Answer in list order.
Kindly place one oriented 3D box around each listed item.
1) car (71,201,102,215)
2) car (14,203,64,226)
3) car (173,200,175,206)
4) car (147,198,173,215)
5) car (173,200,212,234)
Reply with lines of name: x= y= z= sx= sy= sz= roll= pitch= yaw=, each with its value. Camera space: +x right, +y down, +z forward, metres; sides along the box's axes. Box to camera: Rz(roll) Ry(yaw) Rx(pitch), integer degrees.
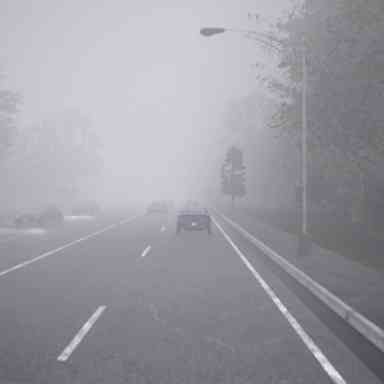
car: x=-10.495 y=1.576 z=33.313 sx=1.994 sy=1.385 sz=4.181 roll=0 pitch=0 yaw=0
car: x=-10.497 y=1.534 z=23.287 sx=1.812 sy=1.442 sz=4.674 roll=0 pitch=0 yaw=0
car: x=-3.481 y=1.581 z=47.558 sx=1.994 sy=1.385 sz=4.181 roll=0 pitch=0 yaw=0
car: x=-3.403 y=1.576 z=34.345 sx=1.994 sy=1.385 sz=4.181 roll=0 pitch=0 yaw=1
car: x=0.103 y=1.485 z=19.436 sx=1.882 sy=1.535 sz=5.008 roll=0 pitch=0 yaw=0
